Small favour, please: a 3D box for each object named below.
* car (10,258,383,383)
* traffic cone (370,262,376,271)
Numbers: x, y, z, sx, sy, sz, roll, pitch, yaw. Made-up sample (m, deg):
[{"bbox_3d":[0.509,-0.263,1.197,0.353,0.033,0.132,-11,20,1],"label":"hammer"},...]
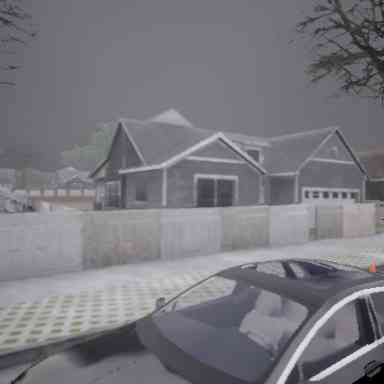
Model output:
[{"bbox_3d":[0.813,1.492,3.090,4.902,1.511,2.128,0,0,-35],"label":"car"},{"bbox_3d":[4.286,1.966,7.879,0.340,0.580,0.340,0,0,-33],"label":"traffic cone"}]
